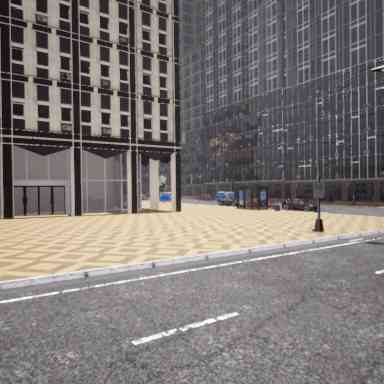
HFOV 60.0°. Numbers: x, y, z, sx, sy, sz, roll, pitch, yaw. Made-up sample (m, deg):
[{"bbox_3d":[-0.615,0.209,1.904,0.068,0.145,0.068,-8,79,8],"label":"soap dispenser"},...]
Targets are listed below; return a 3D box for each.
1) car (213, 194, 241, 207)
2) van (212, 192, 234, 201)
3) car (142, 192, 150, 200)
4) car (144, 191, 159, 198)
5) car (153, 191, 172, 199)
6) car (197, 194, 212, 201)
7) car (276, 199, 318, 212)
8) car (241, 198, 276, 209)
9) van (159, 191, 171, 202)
[{"bbox_3d":[5.279,1.308,45.175,1.947,1.339,4.313,-1,1,-34],"label":"car"},{"bbox_3d":[5.845,0.841,59.312,1.690,1.788,3.998,-1,1,-34],"label":"van"},{"bbox_3d":[-10.684,1.028,68.684,2.008,1.369,4.403,0,1,-34],"label":"car"},{"bbox_3d":[-10.163,0.672,82.793,1.967,1.590,4.097,-1,1,-34],"label":"car"},{"bbox_3d":[-6.961,0.601,78.096,2.192,1.841,5.009,-1,1,-34],"label":"car"},{"bbox_3d":[2.644,1.029,64.011,1.802,1.307,4.206,-1,1,-34],"label":"car"},{"bbox_3d":[11.620,1.413,35.739,1.947,1.339,4.313,-1,1,-34],"label":"car"},{"bbox_3d":[8.432,1.377,40.447,1.802,1.307,4.206,-1,1,-34],"label":"car"},{"bbox_3d":[-4.280,0.926,59.289,1.690,1.788,3.998,-1,1,-34],"label":"van"}]
